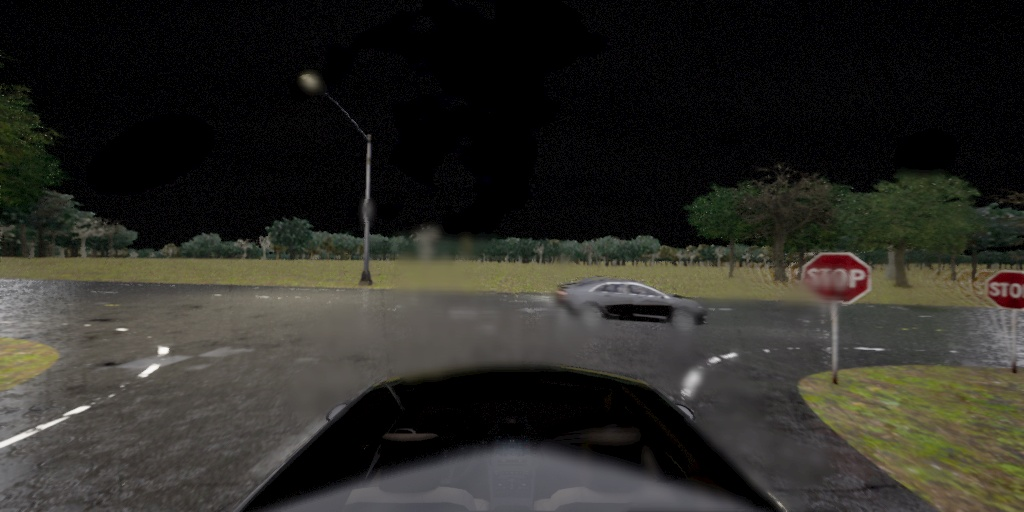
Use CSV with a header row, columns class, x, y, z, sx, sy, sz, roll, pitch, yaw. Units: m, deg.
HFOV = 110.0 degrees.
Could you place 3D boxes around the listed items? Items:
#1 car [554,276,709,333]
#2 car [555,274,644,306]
class,x,y,z,sx,sy,sz,roll,pitch,yaw
car,3.894,1.545,11.989,4.902,1.511,2.128,3,-1,1
car,4.490,1.747,18.976,4.181,1.385,1.994,2,0,1
